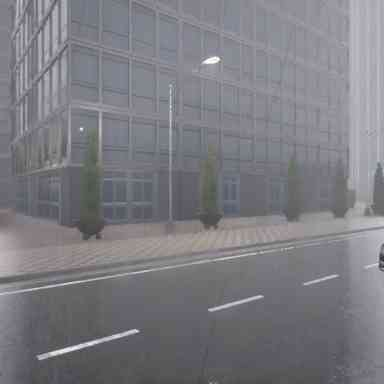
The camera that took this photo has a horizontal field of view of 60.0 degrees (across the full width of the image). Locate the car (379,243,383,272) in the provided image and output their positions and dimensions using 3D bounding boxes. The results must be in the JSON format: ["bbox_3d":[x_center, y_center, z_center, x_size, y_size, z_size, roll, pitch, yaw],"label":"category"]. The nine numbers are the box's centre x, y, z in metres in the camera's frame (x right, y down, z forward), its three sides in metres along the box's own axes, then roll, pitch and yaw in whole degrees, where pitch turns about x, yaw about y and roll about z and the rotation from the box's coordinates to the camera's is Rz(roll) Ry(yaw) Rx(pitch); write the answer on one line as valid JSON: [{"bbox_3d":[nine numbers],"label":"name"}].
[{"bbox_3d":[7.043,1.497,9.252,4.902,1.511,2.128,0,0,-37],"label":"car"}]
